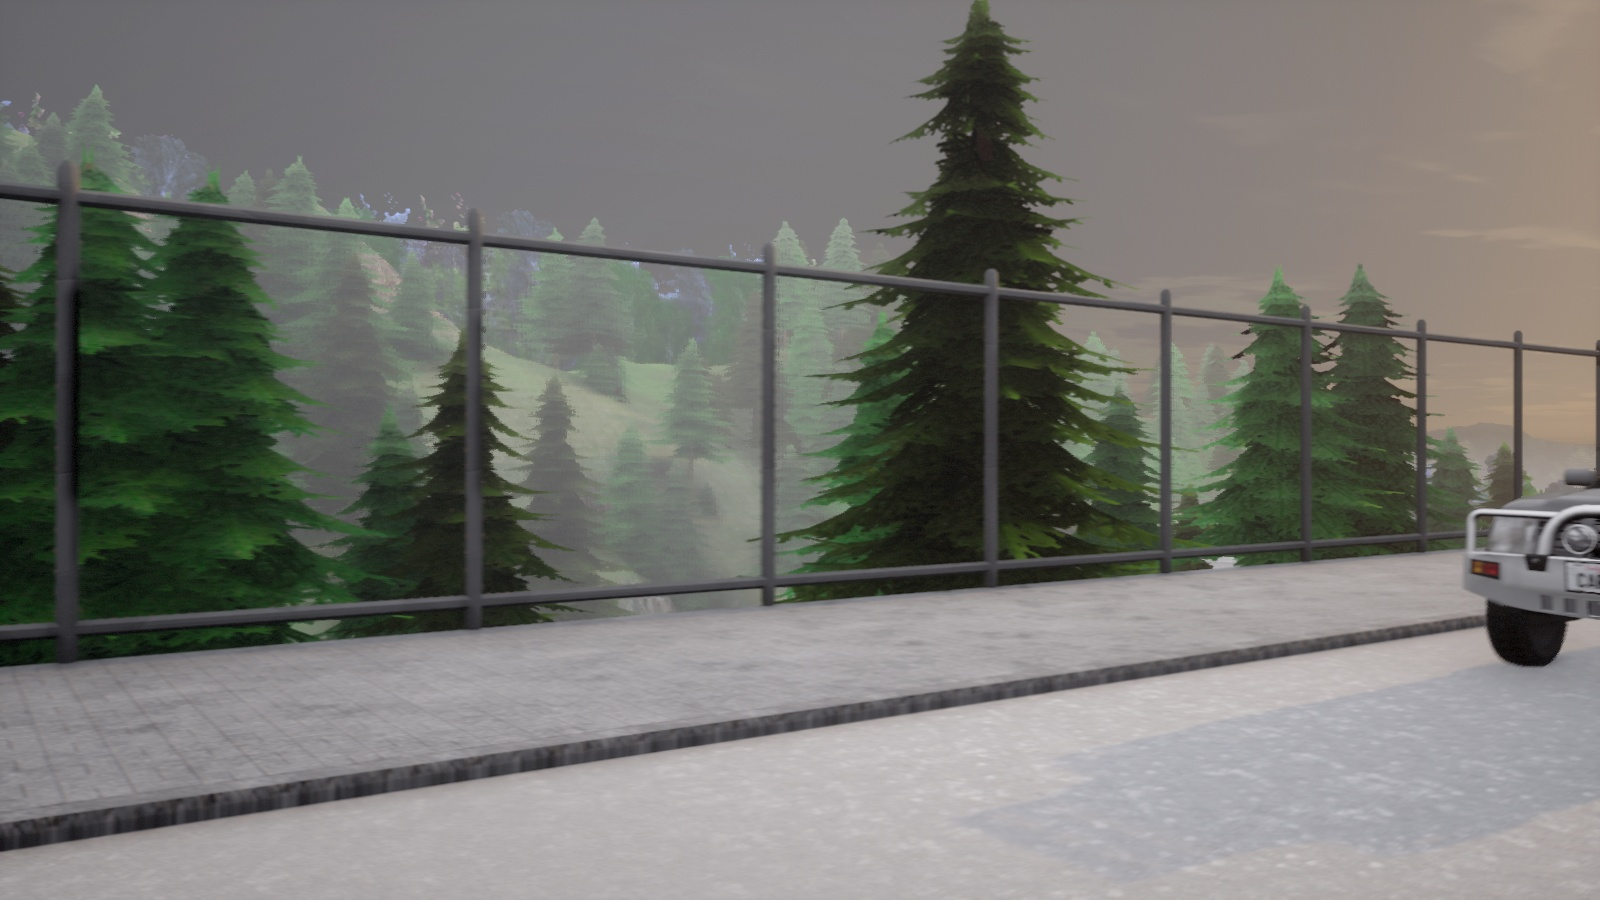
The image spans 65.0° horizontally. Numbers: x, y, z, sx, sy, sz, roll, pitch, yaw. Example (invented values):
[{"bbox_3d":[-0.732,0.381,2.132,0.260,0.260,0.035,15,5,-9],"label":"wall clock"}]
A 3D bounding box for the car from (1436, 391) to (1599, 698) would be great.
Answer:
[{"bbox_3d":[6.709,0.569,8.939,4.605,1.855,1.932,0,0,-35],"label":"car"}]
